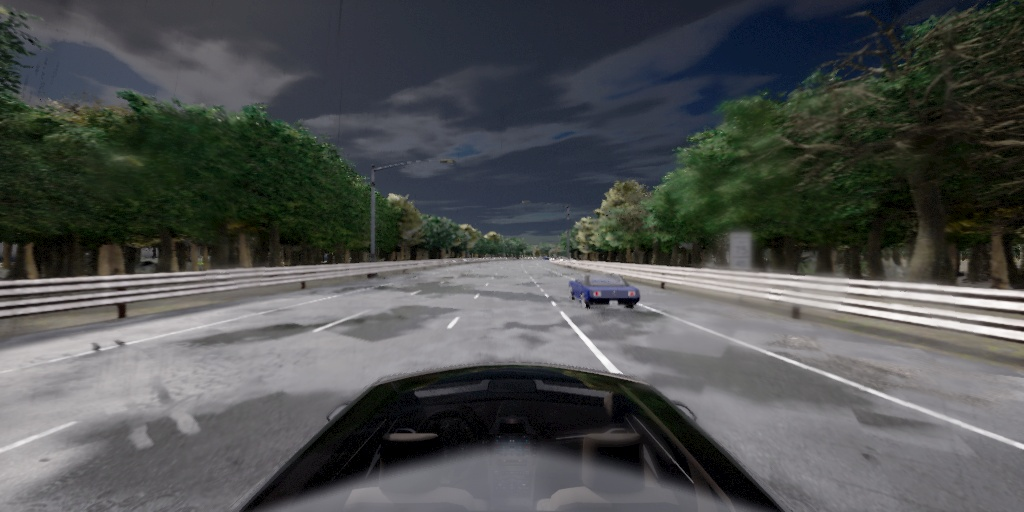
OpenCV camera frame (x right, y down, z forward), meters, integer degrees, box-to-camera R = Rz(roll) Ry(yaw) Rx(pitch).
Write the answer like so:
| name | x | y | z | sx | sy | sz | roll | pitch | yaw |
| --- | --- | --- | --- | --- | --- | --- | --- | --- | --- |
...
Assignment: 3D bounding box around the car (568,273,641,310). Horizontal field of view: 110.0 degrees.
| name | x | y | z | sx | sy | sz | roll | pitch | yaw |
| --- | --- | --- | --- | --- | --- | --- | --- | --- | --- |
| car | 3.545 | 1.351 | 14.724 | 1.895 | 1.301 | 4.718 | 0 | 0 | 0 |
